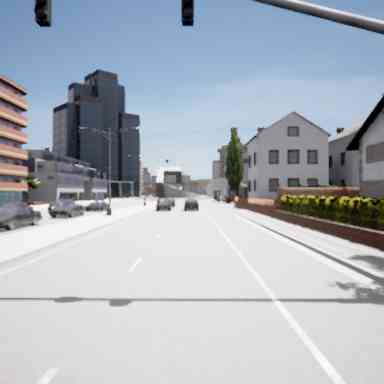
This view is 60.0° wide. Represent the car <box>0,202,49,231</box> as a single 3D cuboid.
[{"bbox_3d":[-11.620,1.616,21.547,2.033,1.411,5.357,0,0,0],"label":"car"}]

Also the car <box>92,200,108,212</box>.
[{"bbox_3d":[-11.618,1.695,41.347,1.994,1.385,4.181,0,0,1],"label":"car"}]

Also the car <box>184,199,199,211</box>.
[{"bbox_3d":[-0.059,1.614,42.645,1.882,1.535,5.008,0,0,0],"label":"car"}]

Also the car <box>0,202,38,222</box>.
[{"bbox_3d":[-15.123,1.615,28.277,1.812,1.442,4.674,0,0,0],"label":"car"}]

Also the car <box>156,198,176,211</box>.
[{"bbox_3d":[-3.559,1.628,42.640,2.128,1.511,4.902,0,0,0],"label":"car"}]

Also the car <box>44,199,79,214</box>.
[{"bbox_3d":[-15.094,1.613,38.798,2.128,1.511,4.902,0,0,0],"label":"car"}]

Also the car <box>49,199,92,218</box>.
[{"bbox_3d":[-11.618,1.648,31.619,2.033,1.411,5.357,0,0,0],"label":"car"}]

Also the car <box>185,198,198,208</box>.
[{"bbox_3d":[-0.074,1.734,53.061,1.994,1.385,4.181,0,0,0],"label":"car"}]
